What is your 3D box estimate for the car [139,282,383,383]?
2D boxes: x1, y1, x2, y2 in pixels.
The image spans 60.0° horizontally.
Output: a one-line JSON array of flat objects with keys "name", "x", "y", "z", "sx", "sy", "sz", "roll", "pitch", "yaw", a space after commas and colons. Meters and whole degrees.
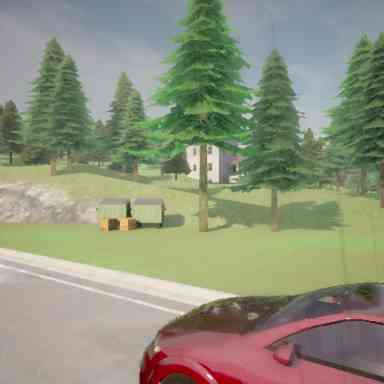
[{"name": "car", "x": 1.520, "y": 1.563, "z": 2.909, "sx": 4.181, "sy": 1.385, "sz": 1.994, "roll": 0, "pitch": 0, "yaw": 35}]
